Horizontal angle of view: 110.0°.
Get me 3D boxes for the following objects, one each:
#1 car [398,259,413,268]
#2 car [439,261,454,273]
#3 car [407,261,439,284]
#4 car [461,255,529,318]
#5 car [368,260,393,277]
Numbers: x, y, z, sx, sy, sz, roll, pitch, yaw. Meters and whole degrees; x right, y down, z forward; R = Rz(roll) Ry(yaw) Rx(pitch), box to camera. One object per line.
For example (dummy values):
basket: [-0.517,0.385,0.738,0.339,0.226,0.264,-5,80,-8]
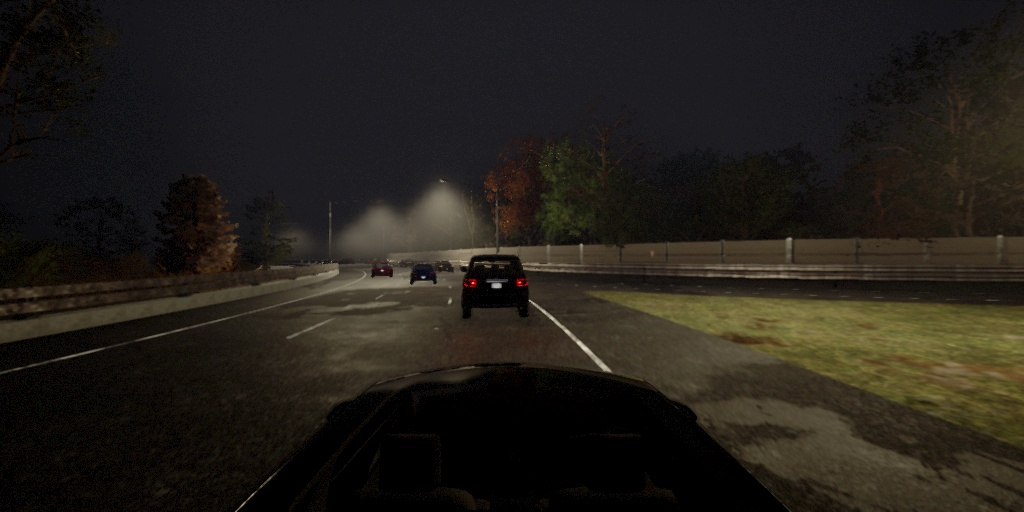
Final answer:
car: [-18.423,1.330,62.631,1.837,1.490,4.892,0,0,-33]
car: [-8.315,1.311,43.210,1.812,1.442,4.674,0,0,-22]
car: [-6.712,1.303,27.209,1.812,1.442,4.674,0,0,-14]
car: [-0.704,0.975,13.310,2.150,2.045,5.566,0,0,-5]
car: [-13.078,1.366,36.218,1.994,1.385,4.181,0,0,-19]
